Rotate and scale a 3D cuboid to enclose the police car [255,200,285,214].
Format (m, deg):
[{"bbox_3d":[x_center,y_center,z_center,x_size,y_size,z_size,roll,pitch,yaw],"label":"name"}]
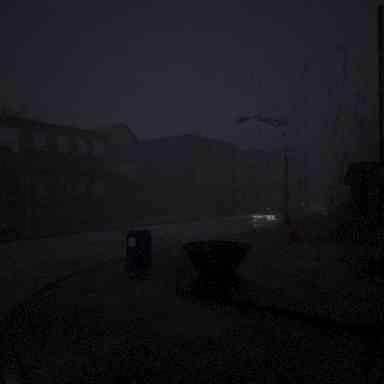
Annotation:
[{"bbox_3d":[8.693,1.664,37.195,2.038,1.542,4.974,-1,-1,35],"label":"police car"}]
